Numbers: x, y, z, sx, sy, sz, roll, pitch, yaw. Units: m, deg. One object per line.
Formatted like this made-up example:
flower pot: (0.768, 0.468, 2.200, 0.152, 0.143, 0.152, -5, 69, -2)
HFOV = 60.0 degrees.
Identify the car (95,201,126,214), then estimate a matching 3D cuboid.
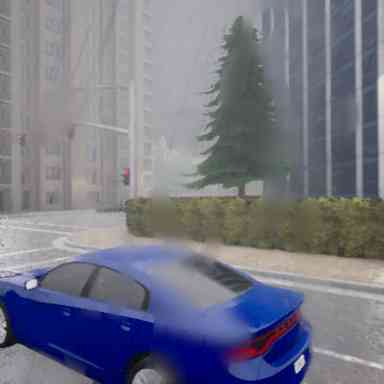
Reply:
car: (-8.827, 1.726, 37.928, 1.812, 1.442, 4.674, 0, 0, 36)

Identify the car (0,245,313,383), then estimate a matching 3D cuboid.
car: (-0.980, 1.501, 4.647, 5.008, 1.535, 1.882, -1, 0, 36)
